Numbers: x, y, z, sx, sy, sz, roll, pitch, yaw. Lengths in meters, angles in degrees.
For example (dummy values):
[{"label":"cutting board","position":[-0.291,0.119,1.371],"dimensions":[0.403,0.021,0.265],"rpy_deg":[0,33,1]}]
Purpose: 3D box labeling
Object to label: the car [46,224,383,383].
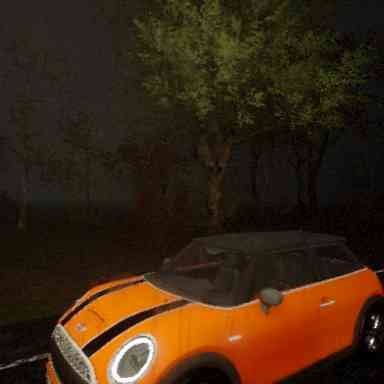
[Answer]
[{"label":"car","position":[0.586,1.379,4.432],"dimensions":[4.553,1.767,2.097],"rpy_deg":[1,0,-35]}]
